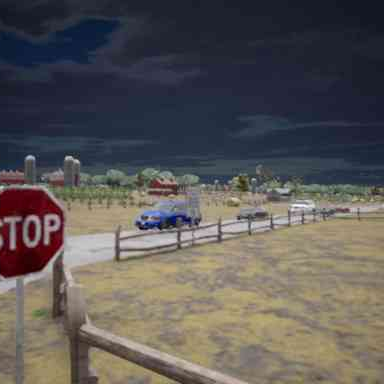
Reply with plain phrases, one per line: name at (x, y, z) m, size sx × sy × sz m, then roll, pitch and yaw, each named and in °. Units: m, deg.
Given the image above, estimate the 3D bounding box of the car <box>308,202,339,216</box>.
car at (18.375, 2.575, 46.293) m, size 2.033 × 1.411 × 5.357 m, roll 1°, pitch 0°, yaw 36°

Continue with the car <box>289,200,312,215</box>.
car at (15.805, 2.197, 47.580) m, size 2.150 × 2.045 × 5.566 m, roll 1°, pitch -1°, yaw 36°

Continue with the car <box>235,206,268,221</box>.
car at (6.257, 2.187, 34.402) m, size 1.837 × 1.490 × 4.892 m, roll 1°, pitch 0°, yaw 36°

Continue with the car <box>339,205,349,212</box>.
car at (24.518, 2.821, 54.849) m, size 1.895 × 1.301 × 4.718 m, roll 1°, pitch 0°, yaw 36°

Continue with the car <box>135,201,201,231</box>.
car at (-1.523, 1.677, 23.512) m, size 2.150 × 2.045 × 5.566 m, roll 1°, pitch 0°, yaw 35°
